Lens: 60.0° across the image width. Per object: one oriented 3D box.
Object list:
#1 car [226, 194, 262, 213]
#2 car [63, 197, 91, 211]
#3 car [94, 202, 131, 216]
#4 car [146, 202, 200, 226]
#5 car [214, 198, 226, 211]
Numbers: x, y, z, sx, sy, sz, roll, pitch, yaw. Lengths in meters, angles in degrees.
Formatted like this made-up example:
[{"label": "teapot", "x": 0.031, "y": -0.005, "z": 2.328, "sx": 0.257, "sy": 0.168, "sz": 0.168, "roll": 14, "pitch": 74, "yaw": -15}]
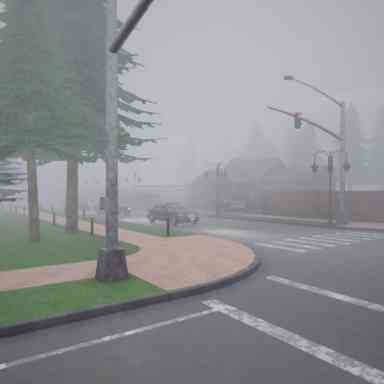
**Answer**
[{"label": "car", "x": 6.194, "y": 1.169, "z": 34.765, "sx": 4.605, "sy": 1.855, "sz": 1.932, "roll": 0, "pitch": 0, "yaw": -37}, {"label": "car", "x": -13.790, "y": 1.342, "z": 39.795, "sx": 2.097, "sy": 1.767, "sz": 4.553, "roll": 0, "pitch": 0, "yaw": -38}, {"label": "car", "x": -7.572, "y": 1.591, "z": 31.567, "sx": 1.895, "sy": 1.301, "sz": 4.718, "roll": 0, "pitch": 0, "yaw": -37}, {"label": "car", "x": -1.434, "y": 1.482, "z": 23.358, "sx": 2.128, "sy": 1.511, "sz": 4.902, "roll": 0, "pitch": 0, "yaw": -37}, {"label": "car", "x": 4.374, "y": 1.171, "z": 36.542, "sx": 3.866, "sy": 1.878, "sz": 1.905, "roll": 0, "pitch": 0, "yaw": -37}]
